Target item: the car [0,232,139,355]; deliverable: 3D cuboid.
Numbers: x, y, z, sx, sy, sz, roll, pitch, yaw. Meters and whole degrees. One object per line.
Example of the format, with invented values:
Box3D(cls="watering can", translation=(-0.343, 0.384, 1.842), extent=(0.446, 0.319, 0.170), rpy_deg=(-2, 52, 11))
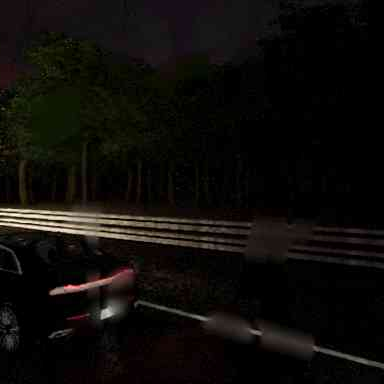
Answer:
Box3D(cls="car", translation=(-3.155, 1.491, 6.111), extent=(4.902, 1.511, 2.128), rpy_deg=(0, 0, 35))
